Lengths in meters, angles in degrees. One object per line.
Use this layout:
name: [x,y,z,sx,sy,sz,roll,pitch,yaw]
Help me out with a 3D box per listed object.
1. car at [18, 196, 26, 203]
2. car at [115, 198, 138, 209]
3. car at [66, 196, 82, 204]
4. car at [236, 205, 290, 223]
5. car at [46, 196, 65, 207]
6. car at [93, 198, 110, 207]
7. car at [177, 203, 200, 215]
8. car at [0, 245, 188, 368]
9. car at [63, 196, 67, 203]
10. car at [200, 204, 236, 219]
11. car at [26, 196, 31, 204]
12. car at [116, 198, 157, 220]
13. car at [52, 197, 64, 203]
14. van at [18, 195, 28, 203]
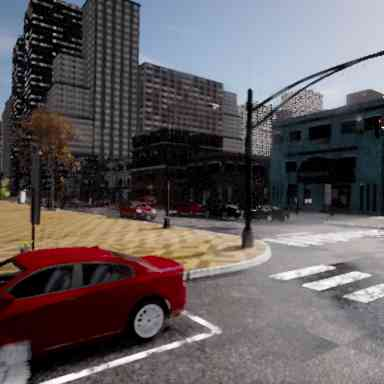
car: [-39.205,1.937,78.789,1.752,1.417,4.829,1,-1,-35]
car: [-10.243,1.828,51.794,1.967,1.590,4.097,1,-1,-35]
car: [-26.188,2.048,74.716,1.752,1.417,4.829,1,-1,-35]
car: [6.194,1.804,28.208,2.008,1.369,4.403,1,-1,-35]
car: [-23.397,1.801,55.975,1.752,1.417,4.829,1,-1,-35]
car: [-16.607,1.881,60.889,1.967,1.590,4.097,1,-1,-35]
car: [-0.050,1.887,37.218,1.802,1.307,4.206,1,-1,-35]
car: [-2.171,1.550,4.956,4.507,1.381,1.887,0,1,-35]
car: [-32.413,1.892,83.705,2.192,1.841,5.009,1,-1,-35]
car: [3.071,1.845,32.714,1.947,1.339,4.313,1,-1,-35]
car: [-32.978,1.924,69.803,1.947,1.339,4.313,1,-1,-35]
car: [-4.630,1.555,28.667,1.967,1.590,4.097,1,-1,-35]
car: [-35.576,2.155,88.264,2.008,1.369,4.403,1,-1,-35]
van: [-42.461,1.781,83.493,1.690,1.788,3.998,1,-1,-35]
